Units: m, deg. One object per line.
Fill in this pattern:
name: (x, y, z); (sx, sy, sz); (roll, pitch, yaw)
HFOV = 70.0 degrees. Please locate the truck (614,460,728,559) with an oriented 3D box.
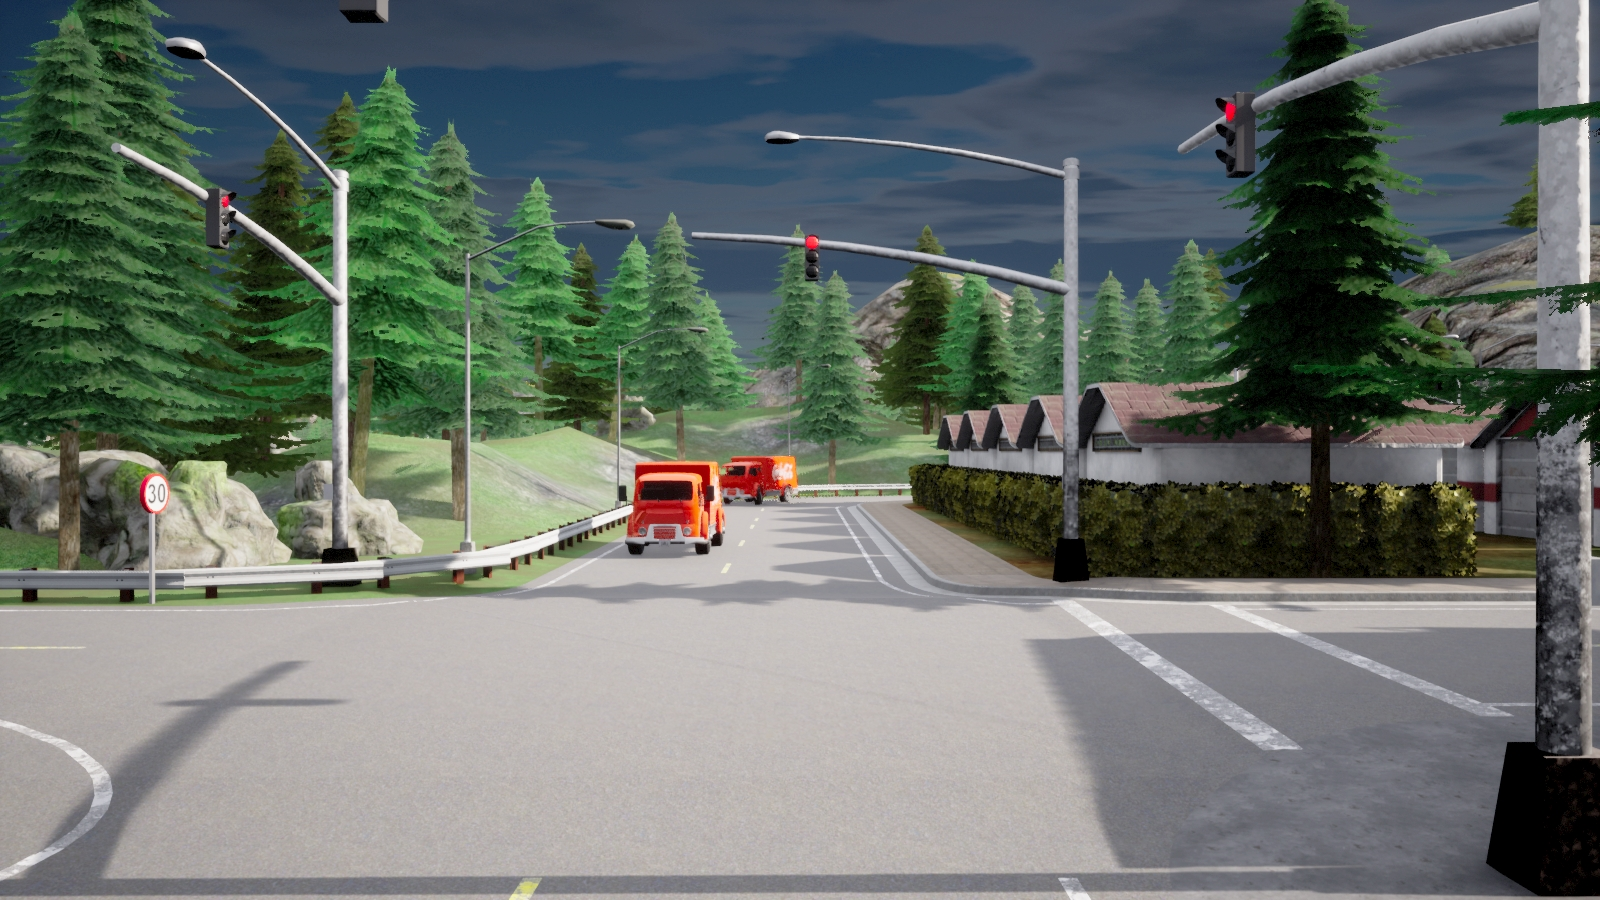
truck: (-3.498, 1.558, 32.089); (2.627, 2.467, 5.204); (0, 0, 0)

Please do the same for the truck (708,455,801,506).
truck: (-2.266, 1.550, 59.168); (2.627, 2.467, 5.204); (-1, 0, 26)
